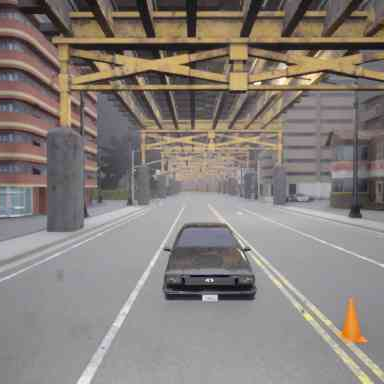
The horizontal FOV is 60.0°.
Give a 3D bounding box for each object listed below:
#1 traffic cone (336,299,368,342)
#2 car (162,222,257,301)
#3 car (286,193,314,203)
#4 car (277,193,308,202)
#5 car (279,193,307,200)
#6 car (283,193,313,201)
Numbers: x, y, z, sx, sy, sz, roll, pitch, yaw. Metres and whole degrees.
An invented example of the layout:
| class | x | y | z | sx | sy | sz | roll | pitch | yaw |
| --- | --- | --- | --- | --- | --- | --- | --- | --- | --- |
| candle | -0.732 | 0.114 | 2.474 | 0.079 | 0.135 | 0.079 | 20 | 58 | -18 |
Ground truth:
| class | x | y | z | sx | sy | sz | roll | pitch | yaw |
| --- | --- | --- | --- | --- | --- | --- | --- | --- | --- |
| traffic cone | 2.454 | 1.949 | 5.118 | 0.340 | 0.580 | 0.340 | 0 | 0 | 0 |
| car | 0.362 | 1.533 | 8.725 | 2.033 | 1.411 | 5.357 | 0 | 0 | 1 |
| car | 17.469 | 1.006 | 54.837 | 4.974 | 1.542 | 2.038 | 0 | 1 | -20 |
| car | 17.817 | 0.958 | 58.994 | 4.974 | 1.542 | 2.038 | 0 | 1 | 25 |
| car | 17.864 | 0.801 | 58.971 | 4.536 | 1.218 | 1.853 | 0 | 1 | 25 |
| car | 17.517 | 0.848 | 54.853 | 4.536 | 1.218 | 1.853 | 0 | 1 | -20 |
